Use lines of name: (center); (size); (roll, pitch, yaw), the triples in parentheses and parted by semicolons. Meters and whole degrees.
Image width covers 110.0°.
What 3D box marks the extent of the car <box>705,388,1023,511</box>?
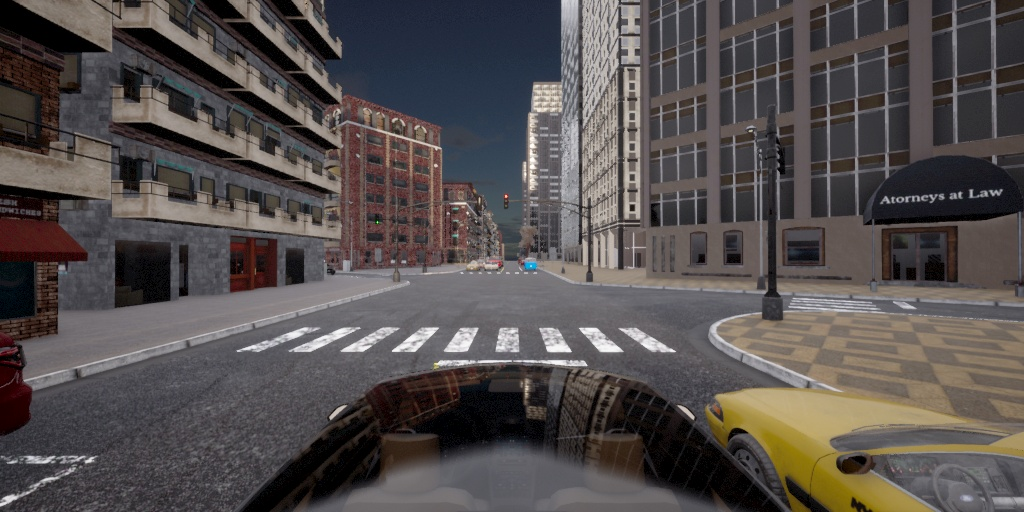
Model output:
car: (2.566, 1.275, 1.271); (1.751, 1.417, 4.829); (0, 0, 0)

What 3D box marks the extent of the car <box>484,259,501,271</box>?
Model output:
car: (-2.865, 1.396, 50.205); (1.895, 1.301, 4.718); (0, 0, -2)

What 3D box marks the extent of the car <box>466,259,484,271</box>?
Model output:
car: (-5.331, 1.321, 49.921); (1.751, 1.417, 4.829); (0, 0, 0)

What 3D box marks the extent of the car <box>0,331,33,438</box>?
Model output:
car: (-5.314, 1.065, 1.092); (2.192, 1.841, 5.009); (0, 0, 0)

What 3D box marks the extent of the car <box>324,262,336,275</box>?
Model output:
car: (-22.364, 1.456, 41.791); (4.892, 1.490, 1.837); (-1, -1, 41)

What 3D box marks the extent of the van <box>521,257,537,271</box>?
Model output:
van: (2.549, 1.136, 50.094); (1.690, 1.789, 3.998); (0, 0, 0)

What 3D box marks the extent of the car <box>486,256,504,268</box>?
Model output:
car: (-2.851, 1.038, 59.713); (2.150, 2.045, 5.566); (0, 0, 0)
